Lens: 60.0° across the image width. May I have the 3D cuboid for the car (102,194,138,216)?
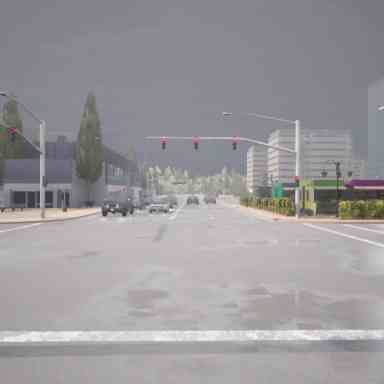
[{"bbox_3d":[-7.088,1.221,32.387,2.150,2.045,5.566,0,0,1],"label":"car"}]

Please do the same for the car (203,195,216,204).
[{"bbox_3d":[3.549,1.491,63.596,2.128,1.511,4.902,0,0,0],"label":"car"}]

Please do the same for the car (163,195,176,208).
[{"bbox_3d":[-3.563,1.505,46.040,1.837,1.490,4.892,0,0,0],"label":"car"}]

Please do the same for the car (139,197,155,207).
[{"bbox_3d":[-7.050,1.564,52.232,1.994,1.385,4.181,0,0,0],"label":"car"}]

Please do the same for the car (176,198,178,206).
[{"bbox_3d":[-3.540,1.352,55.904,2.097,1.767,4.553,0,0,0],"label":"car"}]

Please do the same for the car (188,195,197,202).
[{"bbox_3d":[0.060,1.478,73.864,1.882,1.535,5.008,0,0,0],"label":"car"}]

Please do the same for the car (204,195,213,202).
[{"bbox_3d":[3.557,1.397,73.872,1.812,1.442,4.674,0,0,0],"label":"car"}]

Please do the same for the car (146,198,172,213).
[{"bbox_3d":[-3.572,1.601,36.725,1.895,1.301,4.718,0,0,0],"label":"car"}]

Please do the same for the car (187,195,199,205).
[{"bbox_3d":[0.148,1.352,60.651,2.097,1.767,4.553,0,0,-1],"label":"car"}]

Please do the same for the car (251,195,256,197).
[{"bbox_3d":[17.836,1.153,86.753,4.605,1.855,1.932,0,0,-1],"label":"car"}]

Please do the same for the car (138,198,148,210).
[{"bbox_3d":[-7.067,1.491,42.275,2.128,1.511,4.902,0,0,0],"label":"car"}]
